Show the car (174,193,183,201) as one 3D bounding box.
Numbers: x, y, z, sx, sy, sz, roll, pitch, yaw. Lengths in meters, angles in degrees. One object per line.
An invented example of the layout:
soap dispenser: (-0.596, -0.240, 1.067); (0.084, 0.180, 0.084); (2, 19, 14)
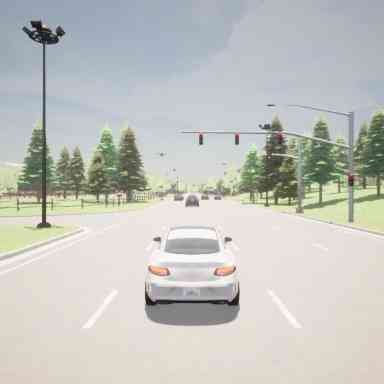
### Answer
car: (-3.398, 1.544, 82.821); (1.994, 1.385, 4.181); (0, 0, 0)

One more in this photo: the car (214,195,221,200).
car: (7.114, 1.525, 93.258); (2.128, 1.511, 4.902); (0, 0, 0)

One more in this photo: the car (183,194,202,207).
car: (0.063, 1.352, 51.790); (2.097, 1.767, 4.553); (0, 0, 0)

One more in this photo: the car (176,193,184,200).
car: (-3.386, 1.187, 92.827); (2.097, 1.767, 4.553); (0, 0, 0)

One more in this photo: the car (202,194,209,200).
car: (3.614, 1.355, 93.232); (2.097, 1.767, 4.553); (0, 0, 0)

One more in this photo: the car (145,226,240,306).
car: (0.016, 1.526, 7.917); (1.812, 1.442, 4.674); (0, 0, 0)

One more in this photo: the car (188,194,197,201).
car: (0.102, 1.347, 82.820); (2.097, 1.767, 4.553); (0, 0, 0)

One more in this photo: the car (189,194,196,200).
car: (0.114, 1.332, 92.853); (1.837, 1.490, 4.892); (0, 0, 0)
